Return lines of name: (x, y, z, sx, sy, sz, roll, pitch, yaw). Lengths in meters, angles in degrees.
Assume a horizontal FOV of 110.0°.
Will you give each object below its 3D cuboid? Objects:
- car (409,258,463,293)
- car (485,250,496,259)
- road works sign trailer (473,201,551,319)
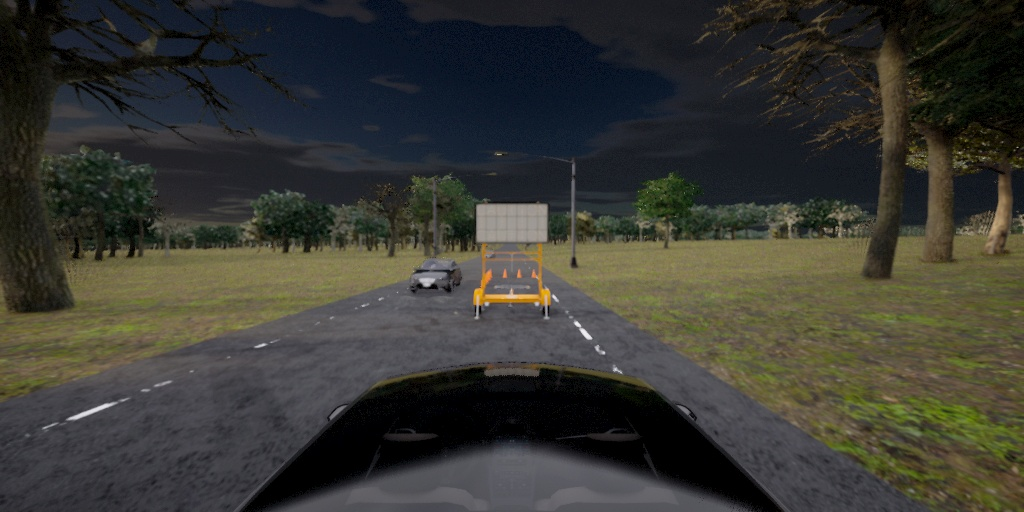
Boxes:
car: (-3.593, 0.892, 17.585, 2.128, 1.511, 4.902, 0, 1, 0)
car: (-3.557, -0.167, 57.960, 2.128, 1.511, 4.902, 0, 2, 0)
road works sign trailer: (0.000, 0.000, 11.812, 2.380, 3.560, 2.880, 0, 0, 0)
